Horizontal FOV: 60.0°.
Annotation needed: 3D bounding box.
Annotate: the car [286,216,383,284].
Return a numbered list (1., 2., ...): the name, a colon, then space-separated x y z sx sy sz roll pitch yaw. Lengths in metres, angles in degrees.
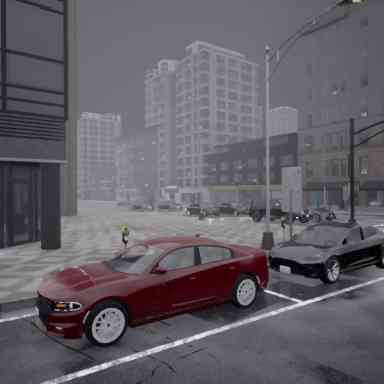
1. car: 4.099 1.564 9.576 4.313 1.339 1.947 0 0 -35

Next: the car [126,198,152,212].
1. car: -7.028 2.042 47.175 2.128 1.511 4.902 0 0 -35

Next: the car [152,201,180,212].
1. car: -3.198 1.998 47.374 2.128 1.511 4.902 0 0 -35

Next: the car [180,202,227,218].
1. car: 1.123 1.887 35.623 1.837 1.490 4.892 0 0 -35

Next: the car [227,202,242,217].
1. car: 4.407 1.856 36.601 1.837 1.490 4.892 0 0 -36

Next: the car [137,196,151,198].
1. car: -10.320 1.927 68.998 2.150 2.045 5.566 0 0 -35

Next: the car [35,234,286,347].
1. car: -0.496 1.544 6.299 4.507 1.381 1.887 0 0 -35

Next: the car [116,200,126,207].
1. car: -13.858 2.283 68.377 2.033 1.411 5.357 0 0 -35

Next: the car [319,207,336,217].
1. car: 10.126 1.790 28.521 1.994 1.385 4.181 0 -1 -36

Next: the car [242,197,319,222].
1. car: 7.073 1.473 27.208 2.150 2.045 5.566 0 -1 -35
